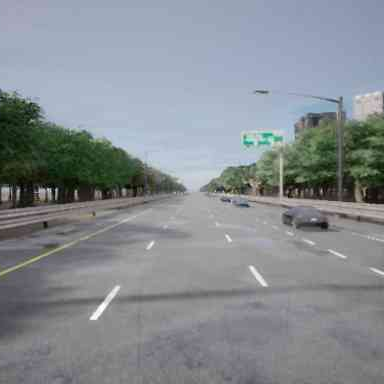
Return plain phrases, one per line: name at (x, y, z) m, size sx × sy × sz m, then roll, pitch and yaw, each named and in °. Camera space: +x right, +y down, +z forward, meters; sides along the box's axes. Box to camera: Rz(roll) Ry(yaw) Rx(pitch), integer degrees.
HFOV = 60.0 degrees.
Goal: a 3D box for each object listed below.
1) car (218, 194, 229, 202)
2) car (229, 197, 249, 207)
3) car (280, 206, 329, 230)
car at (7.239, 1.484, 73.368) m, size 1.994 × 1.385 × 4.181 m, roll 0°, pitch 0°, yaw 0°
car at (7.138, 1.508, 49.238) m, size 2.033 × 1.411 × 5.357 m, roll 0°, pitch 0°, yaw 0°
car at (7.029, 1.560, 21.155) m, size 1.994 × 1.385 × 4.181 m, roll 0°, pitch 0°, yaw 0°
